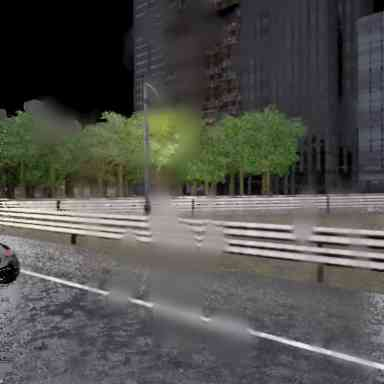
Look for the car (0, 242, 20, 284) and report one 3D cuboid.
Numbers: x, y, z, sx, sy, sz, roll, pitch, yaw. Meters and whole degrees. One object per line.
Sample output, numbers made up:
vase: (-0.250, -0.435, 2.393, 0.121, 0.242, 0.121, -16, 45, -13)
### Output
car: (-6.149, 1.558, 8.323, 4.181, 1.385, 1.994, 0, 0, 36)
